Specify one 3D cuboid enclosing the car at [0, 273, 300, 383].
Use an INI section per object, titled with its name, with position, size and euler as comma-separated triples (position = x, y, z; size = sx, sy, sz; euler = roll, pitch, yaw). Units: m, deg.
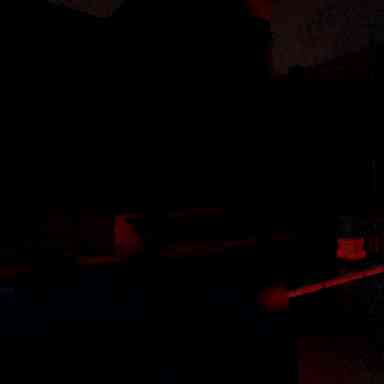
[car]
position = -1.321, 1.479, 2.435
size = 5.008, 1.535, 1.882
euler = 1, 0, -36
